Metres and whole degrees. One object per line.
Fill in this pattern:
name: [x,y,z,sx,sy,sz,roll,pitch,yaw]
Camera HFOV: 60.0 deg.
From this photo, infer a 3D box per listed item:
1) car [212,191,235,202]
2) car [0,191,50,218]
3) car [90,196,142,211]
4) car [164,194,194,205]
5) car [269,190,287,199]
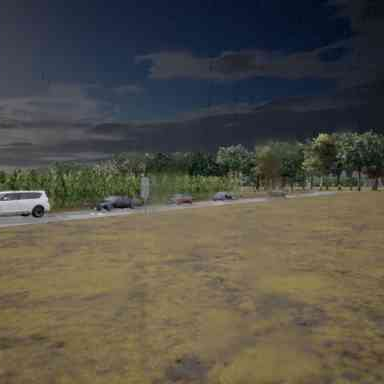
car: [4.762,0.636,49.766,1.837,1.490,4.892,0,1,36]
car: [-13.248,0.933,24.309,2.150,2.045,5.566,0,1,35]
car: [-7.344,1.067,32.683,2.033,1.411,5.357,0,1,35]
car: [-1.528,0.896,40.912,1.994,1.385,4.181,0,1,35]
car: [15.457,0.344,59.900,1.882,1.535,5.008,0,1,35]
